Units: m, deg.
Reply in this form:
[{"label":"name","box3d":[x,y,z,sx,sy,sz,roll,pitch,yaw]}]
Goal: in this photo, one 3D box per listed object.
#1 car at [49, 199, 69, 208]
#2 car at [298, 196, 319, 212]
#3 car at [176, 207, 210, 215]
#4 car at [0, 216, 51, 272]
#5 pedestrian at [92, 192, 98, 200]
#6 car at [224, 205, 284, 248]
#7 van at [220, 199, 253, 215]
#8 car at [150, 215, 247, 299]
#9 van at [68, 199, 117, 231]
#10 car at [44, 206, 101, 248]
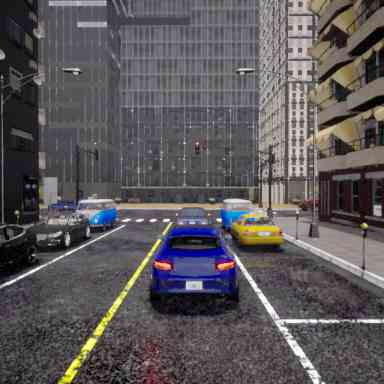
[{"label":"car","box3d":[-12.052,1.489,33.697,4.674,1.442,1.812,0,1,0]},{"label":"car","box3d":[15.208,1.337,39.348,5.009,1.841,2.192,0,1,0]},{"label":"car","box3d":[0.046,1.543,18.551,2.033,1.411,5.357,0,0,1]},{"label":"car","box3d":[-5.707,1.564,8.826,1.947,1.339,4.313,-1,0,0]},{"label":"pedestrian","box3d":[-12.425,0.885,42.427,0.375,1.860,0.375,0,1,0]},{"label":"car","box3d":[2.669,1.522,14.576,1.752,1.417,4.829,-1,0,0]},{"label":"van","box3d":[2.662,1.337,20.008,1.690,1.788,3.998,-1,0,0]},{"label":"car","box3d":[0.060,1.524,8.308,1.812,1.442,4.674,0,0,1]},{"label":"van","box3d":[-5.718,1.337,20.030,1.690,1.788,3.998,-1,0,0]},{"label":"car","box3d":[-5.711,1.547,14.429,2.008,1.369,4.403,-1,0,0]}]
